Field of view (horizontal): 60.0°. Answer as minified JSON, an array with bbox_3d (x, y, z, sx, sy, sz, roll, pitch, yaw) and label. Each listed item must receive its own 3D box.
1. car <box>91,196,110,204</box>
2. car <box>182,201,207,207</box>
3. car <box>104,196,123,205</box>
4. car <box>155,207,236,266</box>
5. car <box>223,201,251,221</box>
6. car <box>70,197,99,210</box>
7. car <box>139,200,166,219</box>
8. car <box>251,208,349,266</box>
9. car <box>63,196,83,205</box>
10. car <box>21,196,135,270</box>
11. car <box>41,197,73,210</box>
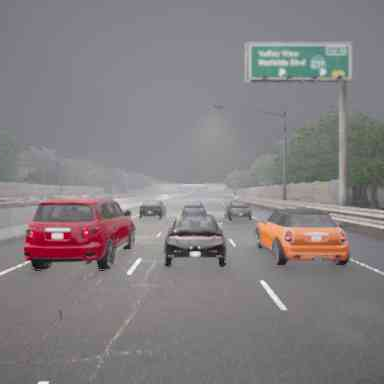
[{"bbox_3d":[-17.082,1.465,62.327,2.033,1.411,5.357,0,0,1],"label":"car"},{"bbox_3d":[0.176,1.461,27.213,2.128,1.511,4.902,0,0,1],"label":"car"},{"bbox_3d":[-13.663,1.470,58.204,2.033,1.411,5.357,0,0,1],"label":"car"},{"bbox_3d":[0.106,1.484,11.545,2.128,1.511,4.902,0,0,0],"label":"car"},{"bbox_3d":[3.675,1.461,27.179,2.128,1.511,4.902,0,0,1],"label":"car"},{"bbox_3d":[-13.874,1.435,43.135,2.128,1.511,4.902,0,0,1],"label":"car"},{"bbox_3d":[-3.313,1.444,28.749,1.882,1.535,5.008,0,0,0],"label":"car"},{"bbox_3d":[3.607,1.346,11.732,2.097,1.767,4.553,0,0,0],"label":"car"},{"bbox_3d":[-20.670,1.449,57.949,1.812,1.442,4.674,0,1,1],"label":"car"},{"bbox_3d":[-3.395,1.212,11.121,2.150,2.045,5.566,0,0,0],"label":"car"},{"bbox_3d":[-17.374,1.434,43.054,2.128,1.511,4.902,0,0,1],"label":"car"}]
